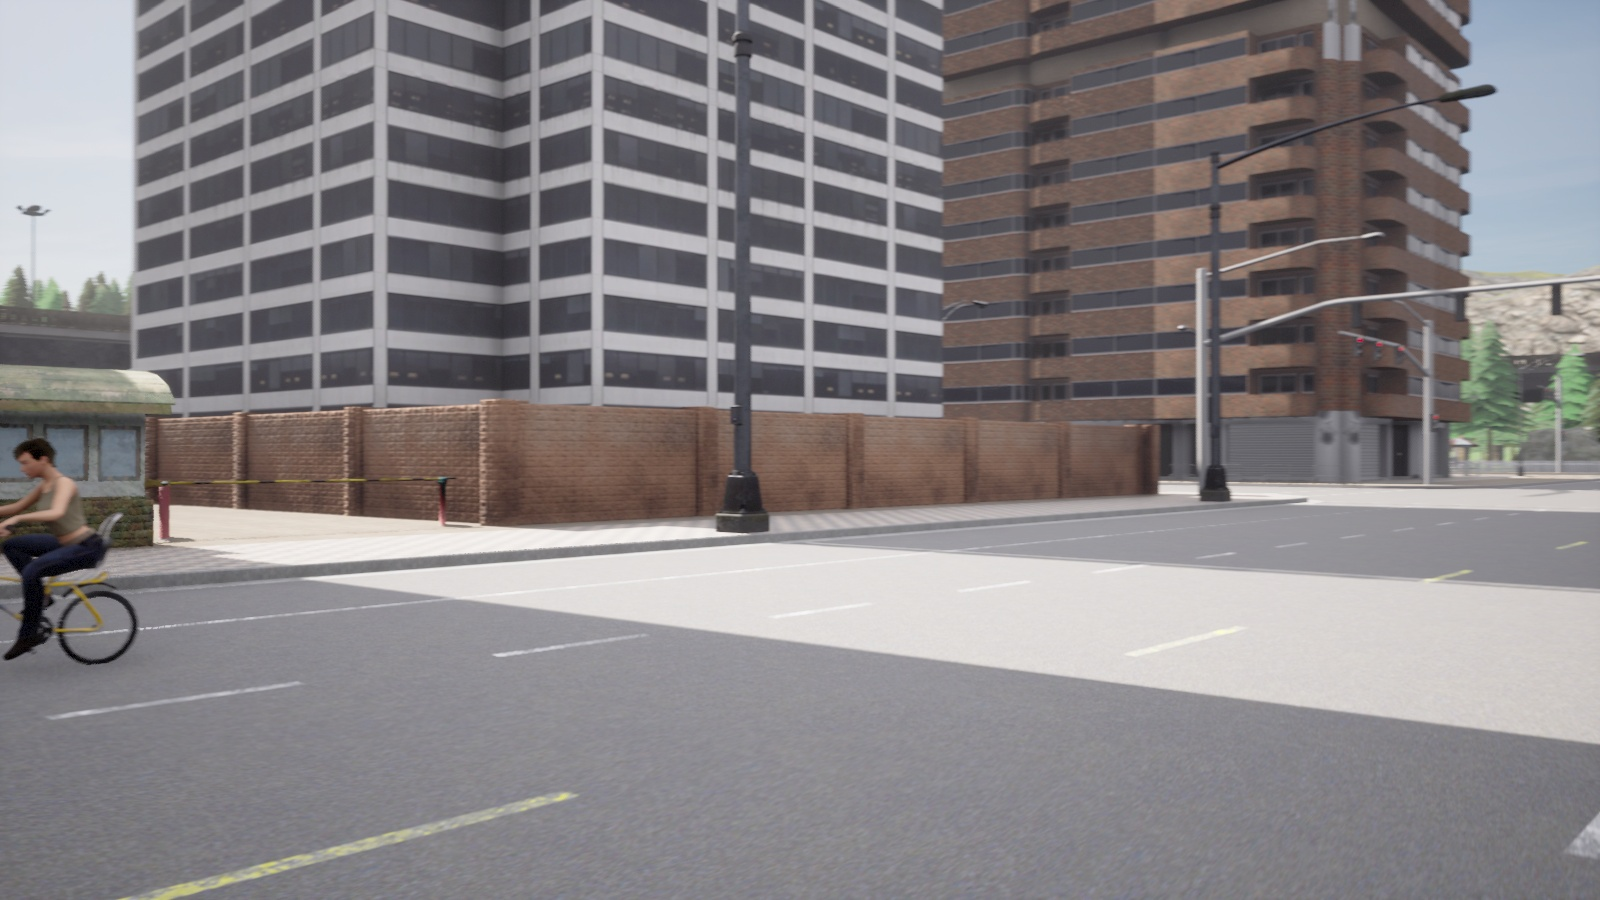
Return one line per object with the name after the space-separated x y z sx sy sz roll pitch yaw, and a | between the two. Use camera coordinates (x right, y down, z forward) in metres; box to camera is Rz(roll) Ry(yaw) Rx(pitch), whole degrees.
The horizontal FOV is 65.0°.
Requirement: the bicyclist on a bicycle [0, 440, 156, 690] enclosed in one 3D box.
-5.356 0.746 8.563 0.866 1.612 1.509 0 0 42 | bicyclist on a bicycle
